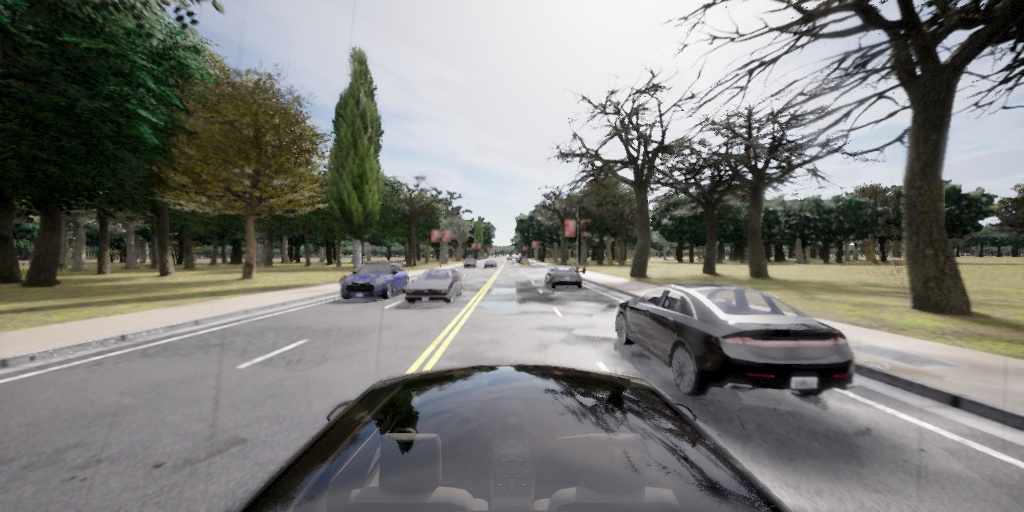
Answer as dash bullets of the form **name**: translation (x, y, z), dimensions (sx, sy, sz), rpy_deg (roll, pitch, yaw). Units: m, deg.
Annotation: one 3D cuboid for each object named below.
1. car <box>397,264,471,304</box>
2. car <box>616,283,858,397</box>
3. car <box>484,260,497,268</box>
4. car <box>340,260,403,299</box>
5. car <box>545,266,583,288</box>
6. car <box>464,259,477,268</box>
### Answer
- **car**: translation (-3.360, 1.295, 16.563), dimensions (2.033, 1.411, 5.357), rpy_deg (0, 0, 0)
- **car**: translation (3.349, 1.240, 6.537), dimensions (2.128, 1.511, 4.902), rpy_deg (0, 0, 0)
- **car**: translation (-3.447, 1.292, 57.964), dimensions (1.994, 1.385, 4.181), rpy_deg (0, 0, 0)
- **car**: translation (-6.610, 1.100, 17.778), dimensions (2.097, 1.767, 4.553), rpy_deg (0, 0, 0)
- **car**: translation (3.328, 1.309, 23.504), dimensions (1.994, 1.385, 4.181), rpy_deg (0, 0, 0)
- **car**: translation (-6.707, 1.233, 58.208), dimensions (1.837, 1.490, 4.892), rpy_deg (0, 0, 0)
